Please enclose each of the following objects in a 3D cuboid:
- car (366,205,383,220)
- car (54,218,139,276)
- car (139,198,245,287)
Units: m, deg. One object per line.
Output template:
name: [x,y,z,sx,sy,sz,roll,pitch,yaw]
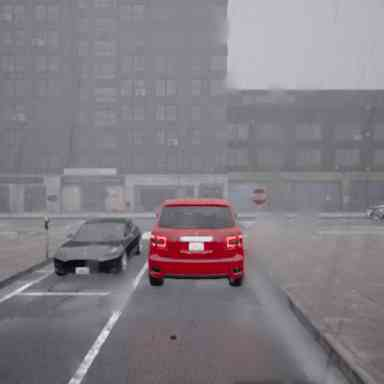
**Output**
car: [15.022,1.294,23.653,4.902,1.511,2.128,0,1,0]
car: [-2.618,1.498,10.146,1.947,1.339,4.313,0,0,0]
car: [0.129,1.160,9.320,2.150,2.045,5.566,0,0,1]
